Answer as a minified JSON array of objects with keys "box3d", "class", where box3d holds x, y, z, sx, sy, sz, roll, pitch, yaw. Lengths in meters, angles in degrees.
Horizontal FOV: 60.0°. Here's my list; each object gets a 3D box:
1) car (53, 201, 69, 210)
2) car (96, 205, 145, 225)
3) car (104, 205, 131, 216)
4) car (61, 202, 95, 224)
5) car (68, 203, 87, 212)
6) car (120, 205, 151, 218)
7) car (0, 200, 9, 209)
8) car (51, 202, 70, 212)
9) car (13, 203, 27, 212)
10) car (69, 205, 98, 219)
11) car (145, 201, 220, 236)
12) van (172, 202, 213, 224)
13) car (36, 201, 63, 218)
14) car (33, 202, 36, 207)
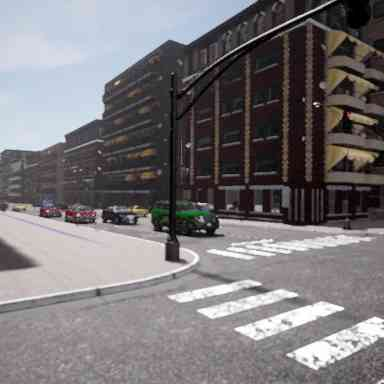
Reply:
[{"box3d":[-26.535,2.746,67.254,1.967,1.590,4.097,0,-1,-36],"class":"car"},{"box3d":[-6.483,2.026,29.602,2.128,1.511,4.902,1,-1,-36],"class":"car"},{"box3d":[-10.042,2.404,44.365,1.947,1.339,4.313,0,-1,-36],"class":"car"},{"box3d":[-10.194,1.988,30.352,1.967,1.590,4.097,0,-1,-36],"class":"car"},{"box3d":[-20.037,2.646,58.236,1.752,1.417,4.829,0,-1,-36],"class":"car"},{"box3d":[-6.844,2.273,39.926,1.752,1.417,4.829,0,-1,-36],"class":"car"},{"box3d":[-43.177,2.799,76.130,2.192,1.841,5.009,0,-1,-36],"class":"car"},{"box3d":[-23.104,2.595,58.141,1.882,1.535,5.008,1,-1,-36],"class":"car"},{"box3d":[-29.882,2.630,57.679,1.752,1.417,4.829,0,-1,-36],"class":"car"},{"box3d":[-12.332,2.263,37.741,1.994,1.385,4.181,1,-1,-36],"class":"car"},{"box3d":[-0.614,1.591,21.457,2.150,2.045,5.566,1,-1,-36],"class":"car"},{"box3d":[-0.013,1.902,30.734,1.690,1.788,3.998,0,-1,-36],"class":"van"},{"box3d":[-16.790,2.174,39.507,1.967,1.590,4.097,0,-1,-36],"class":"car"},{"box3d":[-39.726,3.248,85.562,1.947,1.339,4.313,0,-1,-36],"class":"car"}]
